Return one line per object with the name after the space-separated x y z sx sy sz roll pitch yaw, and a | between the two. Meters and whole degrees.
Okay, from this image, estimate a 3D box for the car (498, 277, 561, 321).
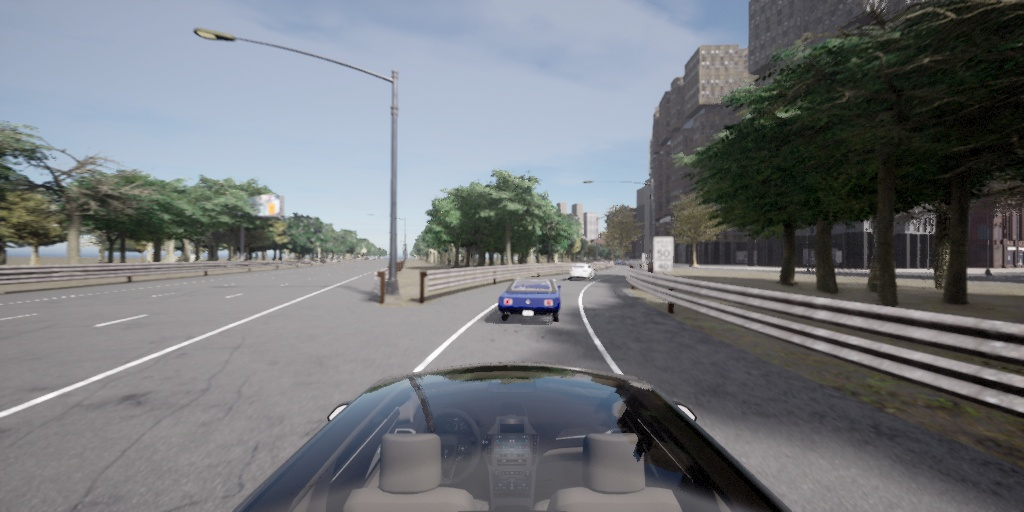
0.806 1.414 12.822 1.895 1.301 4.718 0 0 8 | car

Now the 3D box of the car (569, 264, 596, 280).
6.661 1.472 33.927 1.812 1.442 4.674 0 0 22 | car
